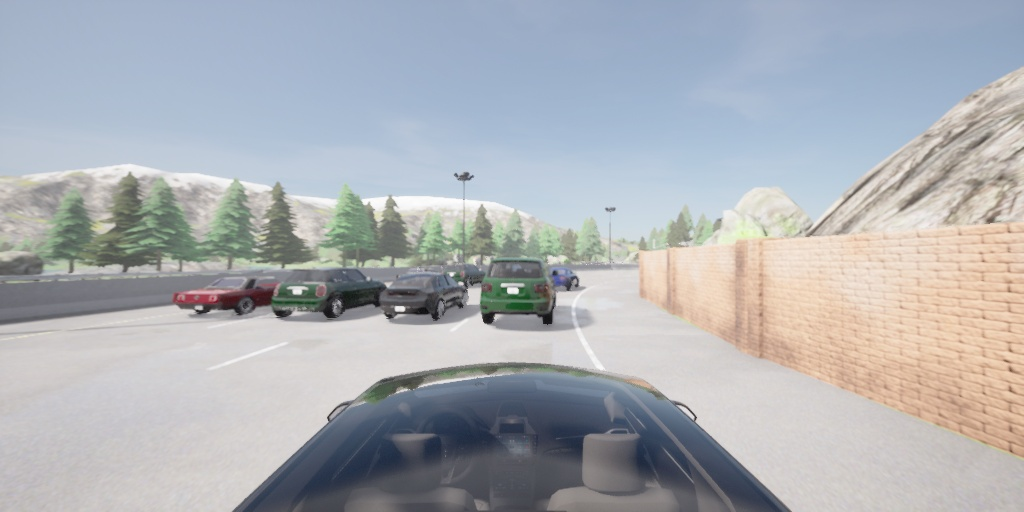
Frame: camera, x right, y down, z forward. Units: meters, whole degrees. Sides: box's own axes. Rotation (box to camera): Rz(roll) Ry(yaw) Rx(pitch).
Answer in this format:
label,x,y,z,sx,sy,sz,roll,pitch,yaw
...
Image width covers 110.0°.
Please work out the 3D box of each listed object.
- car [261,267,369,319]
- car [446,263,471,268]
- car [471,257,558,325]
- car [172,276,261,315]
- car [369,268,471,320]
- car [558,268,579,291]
label,x,y,z,sx,sy,sz,roll,pitch,yaw
car,-6.529,1.191,13.510,2.097,1.767,4.553,0,-1,8
car,-3.384,1.325,26.339,2.097,1.767,4.553,0,-1,20
car,0.394,1.072,12.511,2.150,2.045,5.566,0,0,8
car,-9.997,1.434,14.009,1.895,1.301,4.718,0,-1,8
car,-3.026,1.358,13.236,1.837,1.490,4.892,0,0,9
car,3.327,1.505,24.286,1.812,1.442,4.674,0,0,20
